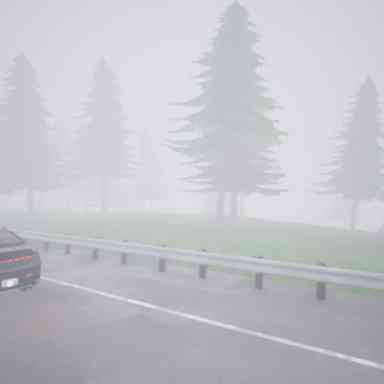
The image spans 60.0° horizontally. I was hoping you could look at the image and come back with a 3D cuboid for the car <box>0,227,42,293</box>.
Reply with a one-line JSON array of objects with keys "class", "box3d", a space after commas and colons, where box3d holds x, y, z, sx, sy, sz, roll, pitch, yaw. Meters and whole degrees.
[{"class": "car", "box3d": [-5.539, 1.546, 7.944, 4.892, 1.490, 1.837, 0, 0, 36]}]
